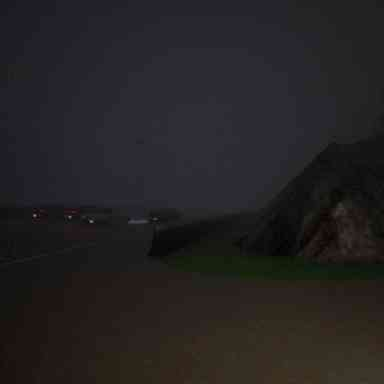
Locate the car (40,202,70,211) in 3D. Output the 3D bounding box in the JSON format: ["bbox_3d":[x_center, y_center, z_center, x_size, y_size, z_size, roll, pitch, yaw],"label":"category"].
[{"bbox_3d":[-23.122,2.453,56.355,2.128,1.511,4.902,1,-2,17],"label":"car"}]

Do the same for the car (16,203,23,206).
[{"bbox_3d":[-27.028,2.319,55.492,1.837,1.490,4.892,1,-3,18],"label":"car"}]

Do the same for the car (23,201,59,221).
[{"bbox_3d":[-12.556,1.815,30.355,1.837,1.490,4.892,1,-2,17],"label":"car"}]

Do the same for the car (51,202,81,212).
[{"bbox_3d":[-20.251,2.422,53.771,1.882,1.535,5.008,1,-2,17],"label":"car"}]

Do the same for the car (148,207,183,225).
[{"bbox_3d":[-2.201,2.039,28.335,1.812,1.442,4.674,1,-2,17],"label":"car"}]

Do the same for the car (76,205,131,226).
[{"bbox_3d":[-6.559,1.922,26.012,1.895,1.301,4.718,1,-2,17],"label":"car"}]

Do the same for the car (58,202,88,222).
[{"bbox_3d":[-9.205,1.871,29.353,1.837,1.490,4.892,1,-2,17],"label":"car"}]
